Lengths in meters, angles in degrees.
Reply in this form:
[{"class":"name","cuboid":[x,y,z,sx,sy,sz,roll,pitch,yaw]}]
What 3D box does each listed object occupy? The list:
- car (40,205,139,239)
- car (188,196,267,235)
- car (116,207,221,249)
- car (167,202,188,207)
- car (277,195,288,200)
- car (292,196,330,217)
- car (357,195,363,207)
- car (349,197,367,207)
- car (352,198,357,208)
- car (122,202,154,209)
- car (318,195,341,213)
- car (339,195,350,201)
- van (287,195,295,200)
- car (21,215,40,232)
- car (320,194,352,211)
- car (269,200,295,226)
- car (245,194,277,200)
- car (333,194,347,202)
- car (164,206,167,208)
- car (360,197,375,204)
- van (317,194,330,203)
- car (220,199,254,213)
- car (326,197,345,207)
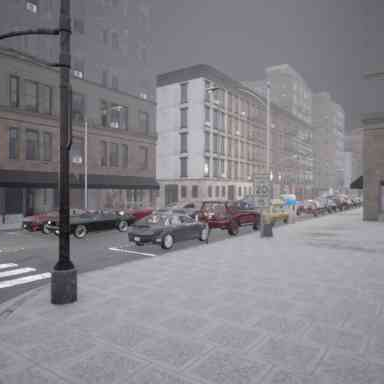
[{"class":"car","cuboid":[-5.274,1.597,17.812,1.895,1.301,4.718,0,0,33]},{"class":"car","cuboid":[2.259,1.340,18.981,2.192,1.841,5.009,0,0,35]},{"class":"car","cuboid":[-0.855,1.574,14.557,2.008,1.369,4.403,0,0,35]},{"class":"car","cuboid":[0.490,1.504,26.008,1.837,1.490,4.892,0,0,35]},{"class":"car","cuboid":[11.160,1.520,45.580,1.752,1.417,4.829,0,0,35]},{"class":"car","cuboid":[11.596,1.471,32.253,1.967,1.590,4.097,0,0,35]},{"class":"car","cuboid":[24.046,1.605,49.950,1.947,1.339,4.313,0,0,35]},{"class":"car","cuboid":[27.159,1.592,54.374,2.008,1.369,4.403,0,0,35]},{"class":"car","cuboid":[20.933,1.619,45.526,1.802,1.307,4.206,0,0,35]},{"class":"car","cuboid":[-4.305,1.425,23.599,1.967,1.590,4.097,0,0,35]},{"class":"car","cuboid":[14.708,1.472,36.677,1.967,1.590,4.097,0,0,35]},{"class":"car","cuboid":[39.272,1.554,85.537,1.887,1.381,4.507,0,0,35]},{"class":"van","cuboid":[14.371,1.338,50.143,1.690,1.788,3.998,0,0,35]},{"class":"car","cuboid":[-7.418,1.528,19.175,1.887,1.381,4.507,0,0,35]},{"class":"car","cuboid":[17.822,1.350,41.101,2.192,1.841,5.009,0,0,35]},{"class":"car","cuboid":[5.468,1.552,23.545,1.752,1.417,4.829,0,0,35]},{"class":"car","cuboid":[6.467,1.224,34.476,2.150,2.045,5.566,0,0,35]},{"class":"car","cuboid":[36.161,1.324,81.113,2.192,1.841,5.009,0,0,35]},{"class":"car","cuboid":[-1.193,1.537,28.024,2.008,1.369,4.403,0,0,35]},{"class":"car","cuboid":[33.385,1.612,63.223,1.947,1.339,4.313,0,0,35]},{"class":"van","cuboid":[26.822,1.347,67.840,1.690,1.788,3.998,0,0,35]},{"class":"car","cuboid":[5.033,1.535,36.872,1.887,1.381,4.507,0,0,35]},{"class":"car","cuboid":[22.599,1.532,52.299,1.837,1.490,4.892,0,0,35]}]
